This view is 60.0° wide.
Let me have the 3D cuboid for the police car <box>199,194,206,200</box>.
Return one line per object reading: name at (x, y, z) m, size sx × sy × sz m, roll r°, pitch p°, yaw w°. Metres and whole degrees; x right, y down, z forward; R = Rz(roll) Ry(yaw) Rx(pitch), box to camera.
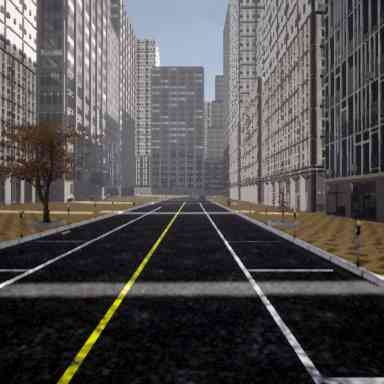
police car at (3.000, 1.413, 95.498) m, size 1.930 × 1.638 × 5.238 m, roll 0°, pitch 0°, yaw 0°
